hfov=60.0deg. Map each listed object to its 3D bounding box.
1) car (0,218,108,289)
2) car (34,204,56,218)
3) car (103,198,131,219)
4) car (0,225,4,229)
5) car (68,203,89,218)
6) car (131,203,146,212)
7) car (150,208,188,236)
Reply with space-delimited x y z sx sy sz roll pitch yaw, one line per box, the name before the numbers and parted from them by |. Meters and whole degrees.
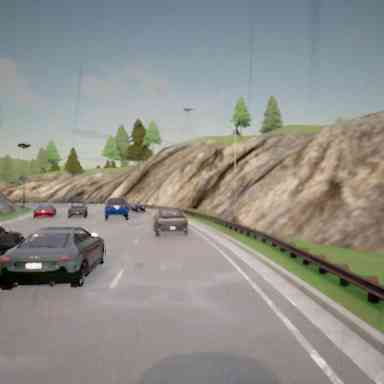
car | -3.788 1.686 9.636 1.994 1.385 4.181 0 -1 -4
car | -16.197 2.041 36.750 1.994 1.385 4.181 0 -1 -18
car | -7.578 1.591 33.112 2.150 2.045 5.566 0 -1 -15
car | -7.412 1.694 11.290 1.812 1.442 4.674 0 -1 -5
car | -12.282 1.928 35.957 2.128 1.511 4.902 0 -1 -16
car | -7.740 2.087 45.590 1.895 1.301 4.718 0 -1 -20
car | -1.387 1.686 19.791 2.128 1.511 4.902 0 -1 -9
